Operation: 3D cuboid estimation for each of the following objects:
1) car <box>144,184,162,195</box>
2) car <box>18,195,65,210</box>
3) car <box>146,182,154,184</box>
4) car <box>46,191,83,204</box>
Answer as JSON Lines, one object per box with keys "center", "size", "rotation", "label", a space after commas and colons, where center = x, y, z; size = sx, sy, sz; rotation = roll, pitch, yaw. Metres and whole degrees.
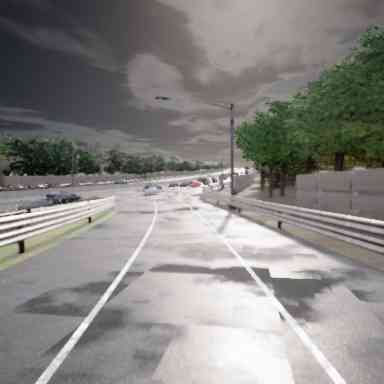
{"center": [-7.258, -0.269, 62.864], "size": [1.812, 1.442, 4.674], "rotation": [1, 3, 13], "label": "car"}
{"center": [-14.489, 1.382, 31.730], "size": [1.994, 1.385, 4.181], "rotation": [1, 3, 13], "label": "car"}
{"center": [-8.297, -0.826, 73.716], "size": [2.033, 1.411, 5.357], "rotation": [1, 3, 13], "label": "car"}
{"center": [-15.746, 0.898, 41.874], "size": [1.895, 1.301, 4.718], "rotation": [1, 3, 13], "label": "car"}
